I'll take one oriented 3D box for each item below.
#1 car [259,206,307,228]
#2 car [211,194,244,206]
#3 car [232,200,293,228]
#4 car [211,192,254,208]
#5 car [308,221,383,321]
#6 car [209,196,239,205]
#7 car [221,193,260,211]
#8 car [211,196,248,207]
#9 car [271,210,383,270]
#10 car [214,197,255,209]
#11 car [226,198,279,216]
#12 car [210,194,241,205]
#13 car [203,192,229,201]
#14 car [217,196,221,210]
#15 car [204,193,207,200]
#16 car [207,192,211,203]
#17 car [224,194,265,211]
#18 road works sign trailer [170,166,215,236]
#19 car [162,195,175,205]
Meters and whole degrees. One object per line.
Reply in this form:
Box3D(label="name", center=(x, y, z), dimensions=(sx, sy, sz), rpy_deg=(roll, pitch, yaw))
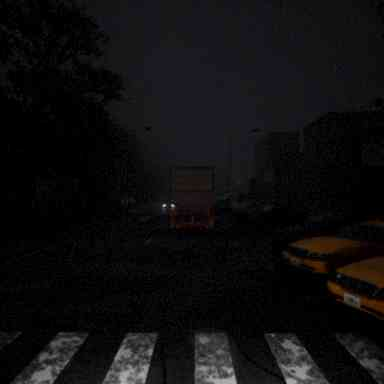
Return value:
Box3D(label="car", center=(5.314, 1.445, 12.400), dimensions=(4.892, 1.521, 2.231), rpy_deg=(1, 0, -20))
Box3D(label="car", center=(5.435, 1.236, 51.418), dimensions=(4.553, 1.767, 2.185), rpy_deg=(1, 0, -20))
Box3D(label="car", center=(5.327, 1.454, 21.400), dimensions=(4.674, 1.452, 2.002), rpy_deg=(1, 0, -20))
Box3D(label="car", center=(5.379, 1.126, 36.387), dimensions=(5.566, 2.045, 2.435), rpy_deg=(1, 0, -20))
Box3D(label="car", center=(5.130, 1.459, 6.334), dimensions=(5.366, 1.575, 1.946), rpy_deg=(1, 0, -20))
Box3D(label="car", center=(5.495, 1.402, 57.428), dimensions=(4.674, 1.452, 2.002), rpy_deg=(1, 0, -20))
Box3D(label="car", center=(5.392, 1.264, 30.413), dimensions=(4.553, 1.767, 2.185), rpy_deg=(1, 0, -20))
Box3D(label="car", center=(5.426, 1.393, 48.404), dimensions=(4.792, 1.488, 2.163), rpy_deg=(1, 0, -20))
Box3D(label="car", center=(5.130, 1.449, 9.335), dimensions=(5.366, 1.575, 1.946), rpy_deg=(1, 0, -20))
Box3D(label="car", center=(5.391, 1.398, 42.403), dimensions=(4.792, 1.488, 2.163), rpy_deg=(1, 0, -20))
Box3D(label="car", center=(5.307, 1.434, 24.392), dimensions=(4.792, 1.488, 2.163), rpy_deg=(1, 0, -20))
Box3D(label="car", center=(5.450, 1.236, 54.419), dimensions=(4.553, 1.767, 2.185), rpy_deg=(1, 0, -20))
Box3D(label="car", center=(5.566, 1.119, 78.477), dimensions=(5.566, 2.045, 2.435), rpy_deg=(1, 0, -20))
Box3D(label="car", center=(5.370, 1.423, 33.410), dimensions=(4.674, 1.452, 2.002), rpy_deg=(1, 0, -20))
Box3D(label="car", center=(5.510, 1.364, 63.439), dimensions=(5.008, 1.535, 2.097), rpy_deg=(1, 0, -20))
Box3D(label="car", center=(5.413, 1.114, 45.404), dimensions=(5.566, 2.045, 2.435), rpy_deg=(1, 0, -20))
Box3D(label="car", center=(5.379, 1.272, 27.411), dimensions=(4.553, 1.767, 2.185), rpy_deg=(1, 0, -20))
Box3D(label="road works sign trailer", center=(0.010, 0.402, 18.127), dimensions=(2.380, 3.560, 2.880), rpy_deg=(0, 0, 0))
Box3D(label="car", center=(-3.958, 1.380, 57.139), dimensions=(1.837, 1.490, 4.892), rpy_deg=(0, 0, 0))
